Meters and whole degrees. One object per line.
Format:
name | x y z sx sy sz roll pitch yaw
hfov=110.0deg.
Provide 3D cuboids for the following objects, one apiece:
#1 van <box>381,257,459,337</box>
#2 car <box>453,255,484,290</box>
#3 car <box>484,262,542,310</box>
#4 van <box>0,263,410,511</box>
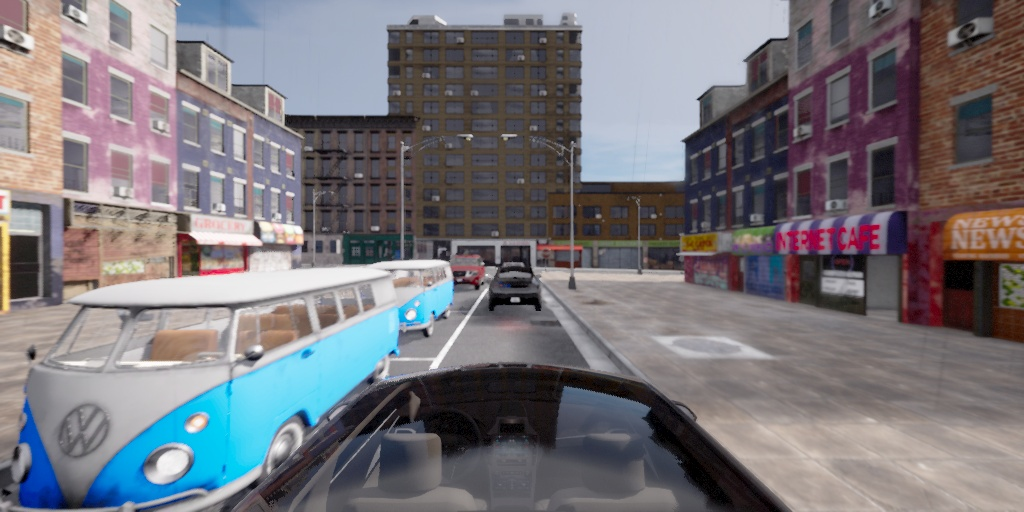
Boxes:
van | -2.633 1.002 9.616 1.690 1.789 3.998 0 0 0
car | -2.627 0.852 20.504 2.192 1.841 5.009 0 0 0
car | 0.104 1.119 13.850 1.837 1.490 4.892 0 1 0
van | -2.636 1.063 4.172 1.690 1.789 3.998 0 0 0
